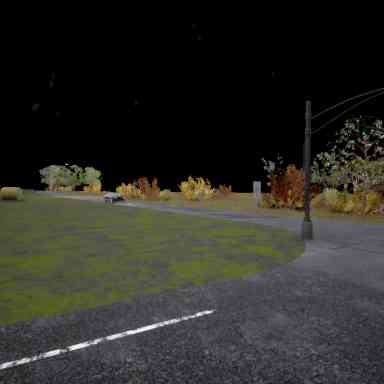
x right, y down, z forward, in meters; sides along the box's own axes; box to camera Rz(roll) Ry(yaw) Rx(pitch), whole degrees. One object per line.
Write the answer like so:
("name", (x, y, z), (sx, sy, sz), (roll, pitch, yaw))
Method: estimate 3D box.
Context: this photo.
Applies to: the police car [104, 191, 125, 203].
("police car", (-11.603, 0.744, 49.757), (1.930, 1.638, 5.238), (1, 0, -32))
